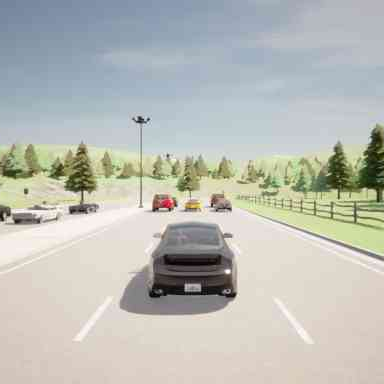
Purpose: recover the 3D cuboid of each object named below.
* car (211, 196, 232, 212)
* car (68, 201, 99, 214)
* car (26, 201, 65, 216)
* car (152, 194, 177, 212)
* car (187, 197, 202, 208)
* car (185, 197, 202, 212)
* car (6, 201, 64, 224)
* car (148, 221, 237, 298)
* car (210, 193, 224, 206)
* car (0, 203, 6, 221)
[{"bbox_3d":[3.635,1.547,39.103,2.033,1.411,5.357,0,0,1],"label":"car"},{"bbox_3d":[-11.409,1.601,35.246,1.895,1.301,4.718,0,0,0],"label":"car"},{"bbox_3d":[-14.912,1.601,34.099,1.895,1.301,4.718,0,0,0],"label":"car"},{"bbox_3d":[-3.365,1.221,39.154,2.150,2.045,5.566,0,0,1],"label":"car"},{"bbox_3d":[0.383,1.491,49.798,2.128,1.511,4.902,0,0,2],"label":"car"},{"bbox_3d":[0.139,1.478,39.528,1.882,1.535,5.008,0,0,1],"label":"car"},{"bbox_3d":[-11.515,1.601,25.053,1.895,1.301,4.718,0,0,1],"label":"car"},{"bbox_3d":[0.021,1.504,8.509,1.837,1.490,4.892,0,0,0],"label":"car"},{"bbox_3d":[3.883,1.221,49.727,2.150,2.045,5.566,0,0,2],"label":"car"},{"bbox_3d":[-15.012,1.491,23.956,2.128,1.511,4.902,0,0,0],"label":"car"}]
